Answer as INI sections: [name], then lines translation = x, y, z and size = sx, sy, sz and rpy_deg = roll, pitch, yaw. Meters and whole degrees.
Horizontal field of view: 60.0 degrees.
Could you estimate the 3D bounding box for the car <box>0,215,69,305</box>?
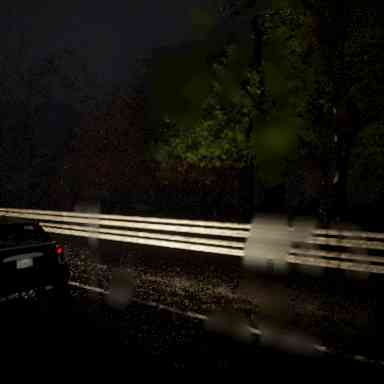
[car]
translation = -4.794, 1.311, 7.285
size = 4.553, 1.767, 2.097
rpy_deg = 0, 0, 35
